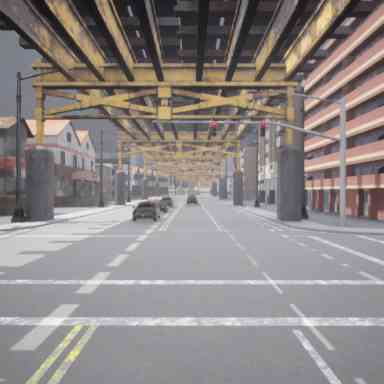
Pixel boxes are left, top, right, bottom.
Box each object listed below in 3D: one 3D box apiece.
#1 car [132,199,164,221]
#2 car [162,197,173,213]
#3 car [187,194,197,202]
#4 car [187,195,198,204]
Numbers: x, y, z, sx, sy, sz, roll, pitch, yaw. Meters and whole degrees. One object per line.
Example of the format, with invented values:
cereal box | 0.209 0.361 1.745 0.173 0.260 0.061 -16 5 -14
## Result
car | -3.629 1.504 27.060 1.837 1.490 4.892 0 0 0
car | -3.638 1.546 37.447 2.033 1.411 5.357 0 0 0
car | 0.003 1.296 69.721 1.882 1.535 5.008 0 1 0
car | 0.029 1.515 59.715 1.895 1.301 4.718 0 0 0
